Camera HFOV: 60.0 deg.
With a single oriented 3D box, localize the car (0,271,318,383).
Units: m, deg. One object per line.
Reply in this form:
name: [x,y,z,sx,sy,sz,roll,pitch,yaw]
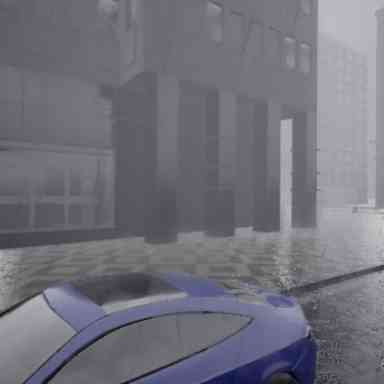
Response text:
car: [-0.835,1.527,2.784,4.674,1.442,1.812,0,0,-36]
